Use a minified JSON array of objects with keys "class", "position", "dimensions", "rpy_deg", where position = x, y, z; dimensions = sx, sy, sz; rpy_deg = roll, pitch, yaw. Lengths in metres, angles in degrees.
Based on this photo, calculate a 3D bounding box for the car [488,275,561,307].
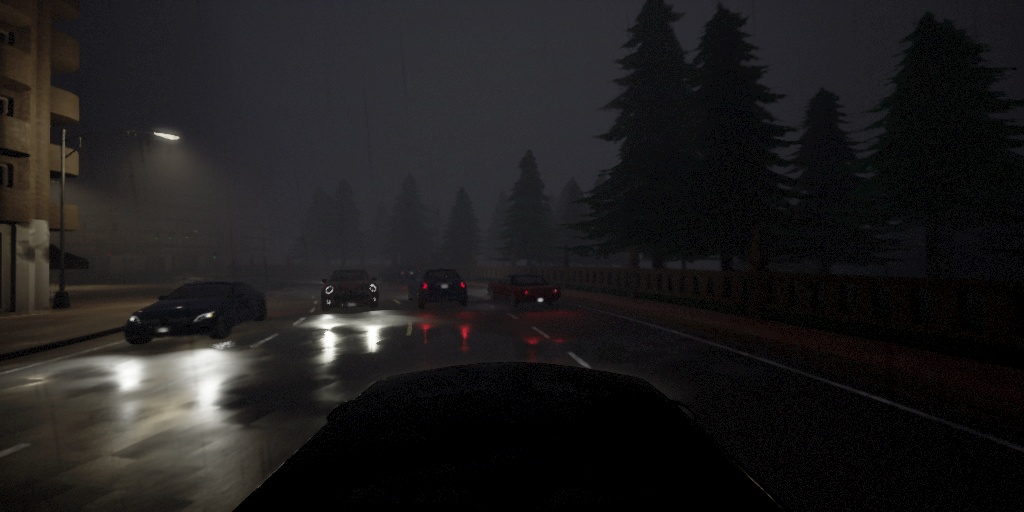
[{"class":"car","position":[0.358,1.519,16.625],"dimensions":[1.895,1.301,4.718],"rpy_deg":[0,-1,-21]}]

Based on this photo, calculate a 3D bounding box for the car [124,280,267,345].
[{"class":"car","position":[-8.707,1.447,10.411],"dimensions":[1.812,1.442,4.674],"rpy_deg":[0,-1,-18]}]

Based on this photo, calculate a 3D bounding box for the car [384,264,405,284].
[{"class":"car","position":[-10.008,1.531,31.937],"dimensions":[2.097,1.767,4.553],"rpy_deg":[0,-1,-45]}]

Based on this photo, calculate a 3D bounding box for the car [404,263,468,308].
[{"class":"car","position":[-3.599,1.306,16.818],"dimensions":[2.097,1.767,4.553],"rpy_deg":[0,-1,-22]}]

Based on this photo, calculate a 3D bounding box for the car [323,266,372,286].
[{"class":"car","position":[-14.439,1.701,31.359],"dimensions":[4.902,1.511,2.128],"rpy_deg":[-1,-1,41]}]

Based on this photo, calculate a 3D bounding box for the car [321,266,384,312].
[{"class":"car","position":[-7.164,1.323,15.842],"dimensions":[2.097,1.767,4.553],"rpy_deg":[0,-1,-26]}]
